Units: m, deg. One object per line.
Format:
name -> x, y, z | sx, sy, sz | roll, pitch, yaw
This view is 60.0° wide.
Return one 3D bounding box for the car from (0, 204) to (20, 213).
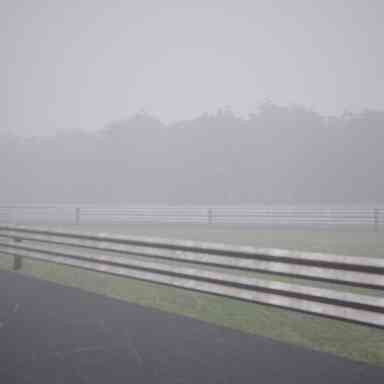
car -> -19.966, 1.902, 33.624 | 5.366, 1.575, 1.801 | 0, 0, 19
